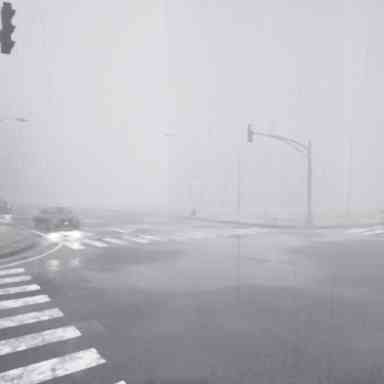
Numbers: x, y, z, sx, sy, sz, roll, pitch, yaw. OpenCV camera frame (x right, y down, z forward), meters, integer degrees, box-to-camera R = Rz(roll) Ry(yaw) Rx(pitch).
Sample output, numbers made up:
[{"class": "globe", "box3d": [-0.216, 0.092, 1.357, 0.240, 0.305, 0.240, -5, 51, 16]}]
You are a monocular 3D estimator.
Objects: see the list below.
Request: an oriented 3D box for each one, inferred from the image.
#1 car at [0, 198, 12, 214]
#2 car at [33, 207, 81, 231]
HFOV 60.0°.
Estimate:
[{"class": "car", "box3d": [-21.276, 1.476, 36.318, 2.097, 1.767, 4.553, 1, -1, -41]}, {"class": "car", "box3d": [-8.557, 1.634, 20.999, 1.994, 1.385, 4.181, 1, -1, -38]}]
